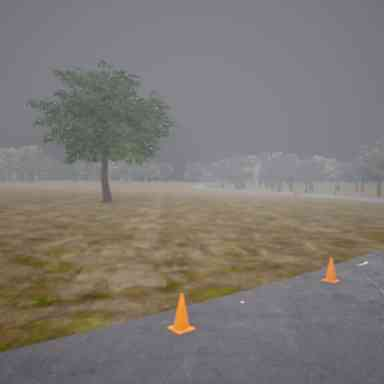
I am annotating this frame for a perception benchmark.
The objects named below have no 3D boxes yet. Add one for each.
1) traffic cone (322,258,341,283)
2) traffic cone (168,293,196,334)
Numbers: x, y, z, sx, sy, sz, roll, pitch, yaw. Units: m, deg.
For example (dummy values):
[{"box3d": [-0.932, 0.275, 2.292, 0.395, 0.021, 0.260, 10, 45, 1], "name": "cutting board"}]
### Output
[{"box3d": [3.595, 1.990, 8.574, 0.340, 0.580, 0.340, 0, 0, -41], "name": "traffic cone"}, {"box3d": [-0.164, 1.958, 5.481, 0.340, 0.580, 0.340, 1, 0, -38], "name": "traffic cone"}]
